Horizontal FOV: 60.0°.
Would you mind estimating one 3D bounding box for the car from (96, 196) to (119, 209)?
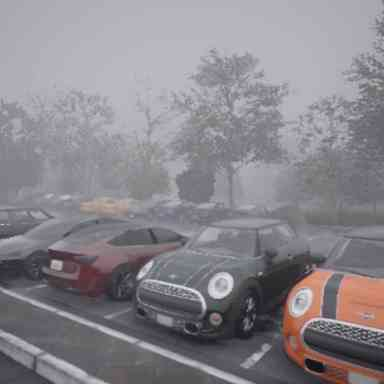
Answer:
[{"bbox_3d":[-4.902,1.199,27.560,1.946,1.575,5.366,2,1,36],"label":"car"}]

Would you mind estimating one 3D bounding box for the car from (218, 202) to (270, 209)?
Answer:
[{"bbox_3d":[4.007,1.452,20.851,2.231,1.521,4.892,1,1,36],"label":"car"}]

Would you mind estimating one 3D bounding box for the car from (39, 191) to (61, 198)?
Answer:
[{"bbox_3d":[-11.883,0.941,32.406,2.002,1.452,4.674,3,2,36],"label":"car"}]

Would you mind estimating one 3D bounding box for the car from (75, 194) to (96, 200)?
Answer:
[{"bbox_3d":[-7.163,1.109,29.203,1.946,1.575,5.366,2,1,36],"label":"car"}]

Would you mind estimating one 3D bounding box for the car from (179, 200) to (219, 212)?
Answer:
[{"bbox_3d":[1.648,1.401,22.566,2.097,1.535,5.008,1,1,36],"label":"car"}]

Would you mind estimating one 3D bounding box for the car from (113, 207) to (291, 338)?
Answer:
[{"bbox_3d":[0.894,1.401,6.991,2.185,1.767,4.553,1,0,36],"label":"car"}]

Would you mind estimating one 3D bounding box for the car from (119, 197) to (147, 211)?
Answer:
[{"bbox_3d":[-2.881,1.306,25.827,2.163,1.488,4.792,2,1,36],"label":"car"}]

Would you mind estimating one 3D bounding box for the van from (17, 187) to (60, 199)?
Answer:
[{"bbox_3d":[-16.363,0.452,35.501,1.878,1.987,4.442,3,2,36],"label":"van"}]

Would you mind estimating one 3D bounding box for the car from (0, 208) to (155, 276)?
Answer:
[{"bbox_3d":[-3.653,1.484,10.220,2.163,1.488,4.792,1,1,36],"label":"car"}]

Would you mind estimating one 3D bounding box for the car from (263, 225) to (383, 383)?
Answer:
[{"bbox_3d":[3.143,1.423,5.357,2.185,1.767,4.553,0,0,36],"label":"car"}]

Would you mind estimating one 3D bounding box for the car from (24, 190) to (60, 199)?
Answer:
[{"bbox_3d":[-14.135,0.827,34.042,2.002,1.452,4.674,3,2,36],"label":"car"}]

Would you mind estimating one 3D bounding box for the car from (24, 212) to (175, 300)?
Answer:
[{"bbox_3d":[-1.364,1.524,8.629,2.163,1.488,4.792,1,0,36],"label":"car"}]

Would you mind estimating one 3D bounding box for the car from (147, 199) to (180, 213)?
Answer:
[{"bbox_3d":[-0.609,1.343,24.206,2.097,1.535,5.008,2,1,36],"label":"car"}]

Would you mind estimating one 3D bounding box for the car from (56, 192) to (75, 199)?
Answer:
[{"bbox_3d":[-9.513,1.044,30.717,2.163,1.488,4.792,3,2,36],"label":"car"}]

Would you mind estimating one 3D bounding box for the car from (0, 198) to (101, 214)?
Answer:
[{"bbox_3d":[-5.907,1.281,11.855,2.185,1.767,4.553,1,1,36],"label":"car"}]
